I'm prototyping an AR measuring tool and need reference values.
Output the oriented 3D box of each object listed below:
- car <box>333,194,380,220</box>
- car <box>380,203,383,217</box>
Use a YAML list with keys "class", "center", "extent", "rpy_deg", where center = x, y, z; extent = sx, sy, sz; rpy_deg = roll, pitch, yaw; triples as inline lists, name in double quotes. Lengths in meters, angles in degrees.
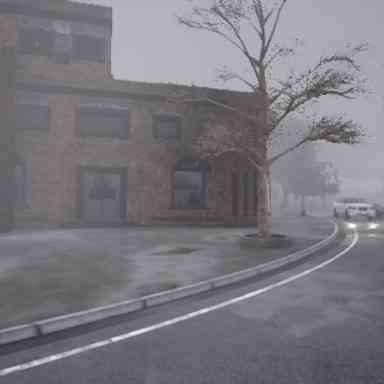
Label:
- class: "car"
  center: [14.494, 1.392, 30.110]
  extent: [2.150, 2.045, 5.566]
  rpy_deg: [1, -1, 8]
- class: "car"
  center: [17.992, 1.767, 31.964]
  extent: [1.812, 1.442, 4.674]
  rpy_deg: [1, -1, 6]
